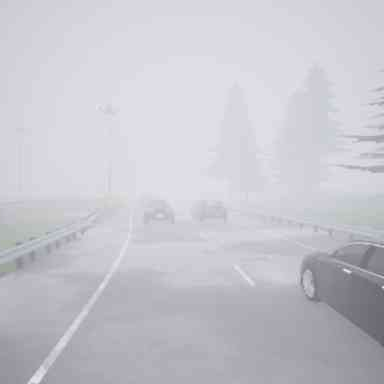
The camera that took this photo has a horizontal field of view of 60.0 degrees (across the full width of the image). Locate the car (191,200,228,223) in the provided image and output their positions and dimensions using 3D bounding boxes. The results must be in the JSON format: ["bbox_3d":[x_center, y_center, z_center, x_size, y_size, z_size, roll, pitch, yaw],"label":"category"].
[{"bbox_3d":[1.132,1.276,23.278,2.128,1.511,4.902,0,0,-9],"label":"car"}]

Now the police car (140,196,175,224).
[{"bbox_3d":[-2.382,1.300,23.080,2.038,1.542,4.974,0,1,-9],"label":"police car"}]

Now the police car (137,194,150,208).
[{"bbox_3d":[-5.831,1.056,41.475,1.930,1.638,5.238,0,0,-12],"label":"police car"}]

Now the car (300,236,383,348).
[{"bbox_3d":[3.297,1.449,5.190,1.837,1.490,4.892,0,1,-3],"label":"car"}]
